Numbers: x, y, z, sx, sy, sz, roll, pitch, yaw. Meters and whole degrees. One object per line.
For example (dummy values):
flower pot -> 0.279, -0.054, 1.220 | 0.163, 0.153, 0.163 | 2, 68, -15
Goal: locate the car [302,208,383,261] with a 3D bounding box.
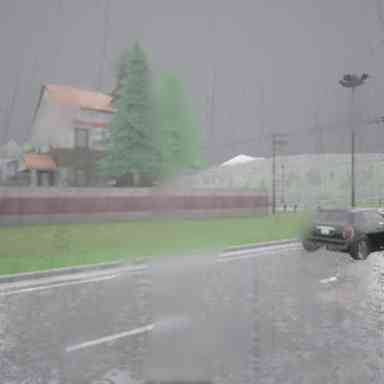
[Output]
car -> 6.269, 1.368, 12.554 | 4.553, 1.767, 2.097 | 0, 0, -35

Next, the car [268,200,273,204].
car -> 11.818, 1.602, 58.535 | 2.033, 1.411, 5.357 | 0, 0, -35
